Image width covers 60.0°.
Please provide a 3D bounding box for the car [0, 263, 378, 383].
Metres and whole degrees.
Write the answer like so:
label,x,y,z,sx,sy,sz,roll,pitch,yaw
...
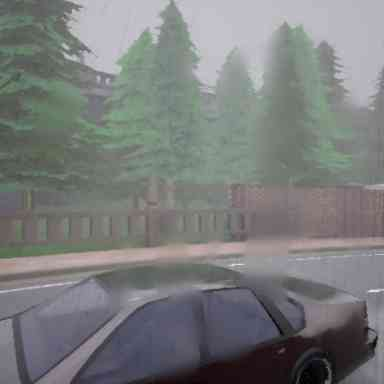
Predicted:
label,x,y,z,sx,sy,sz,roll,pitch,yaw
car,-0.393,1.538,3.377,5.357,1.411,2.033,0,0,-30
